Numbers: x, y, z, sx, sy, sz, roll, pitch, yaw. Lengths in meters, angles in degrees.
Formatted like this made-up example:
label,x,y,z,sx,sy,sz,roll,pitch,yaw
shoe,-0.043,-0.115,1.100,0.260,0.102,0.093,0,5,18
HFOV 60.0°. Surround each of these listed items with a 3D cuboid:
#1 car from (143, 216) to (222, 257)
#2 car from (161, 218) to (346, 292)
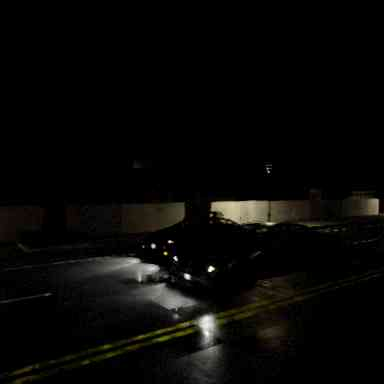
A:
label,x,y,z,sx,sy,sz,roll,pitch,yaw
car,0.374,1.565,11.938,4.181,1.385,1.994,0,0,-36
car,2.061,1.548,9.150,5.357,1.411,2.033,0,0,-36
